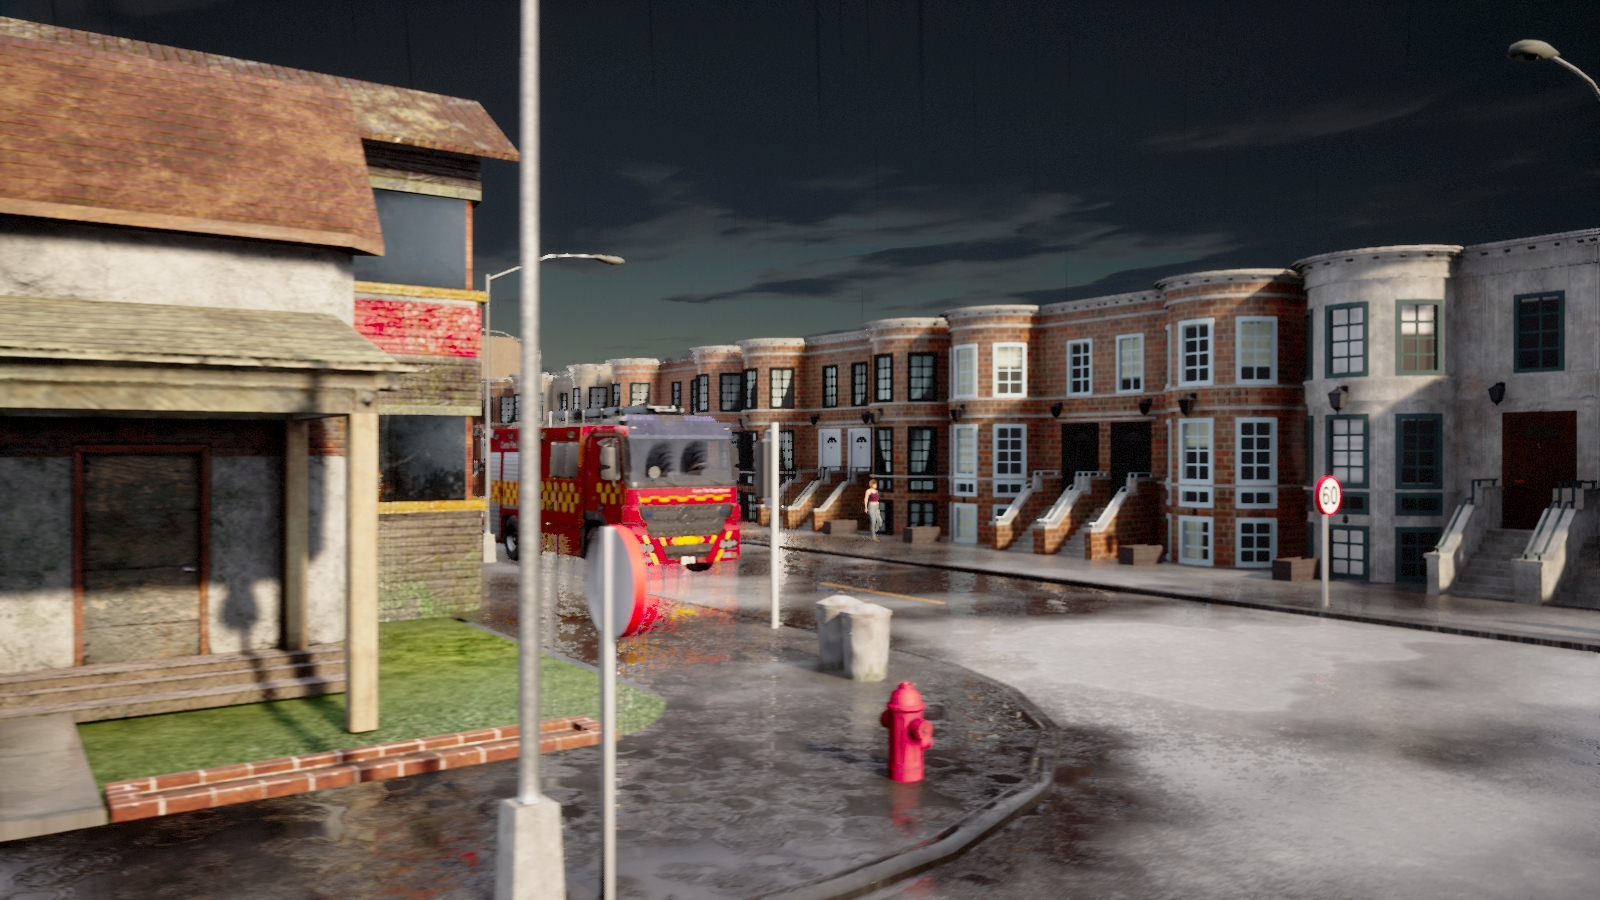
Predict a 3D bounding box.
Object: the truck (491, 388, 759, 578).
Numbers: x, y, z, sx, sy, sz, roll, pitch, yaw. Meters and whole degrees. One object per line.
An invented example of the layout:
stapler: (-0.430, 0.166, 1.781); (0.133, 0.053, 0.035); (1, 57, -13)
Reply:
truck: (-4.502, 0.671, 27.338); (2.891, 3.827, 8.468); (0, 0, -35)

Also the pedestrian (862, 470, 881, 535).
pedestrian: (2.090, 1.524, 33.417); (0.375, 1.860, 0.375); (0, 0, -41)
